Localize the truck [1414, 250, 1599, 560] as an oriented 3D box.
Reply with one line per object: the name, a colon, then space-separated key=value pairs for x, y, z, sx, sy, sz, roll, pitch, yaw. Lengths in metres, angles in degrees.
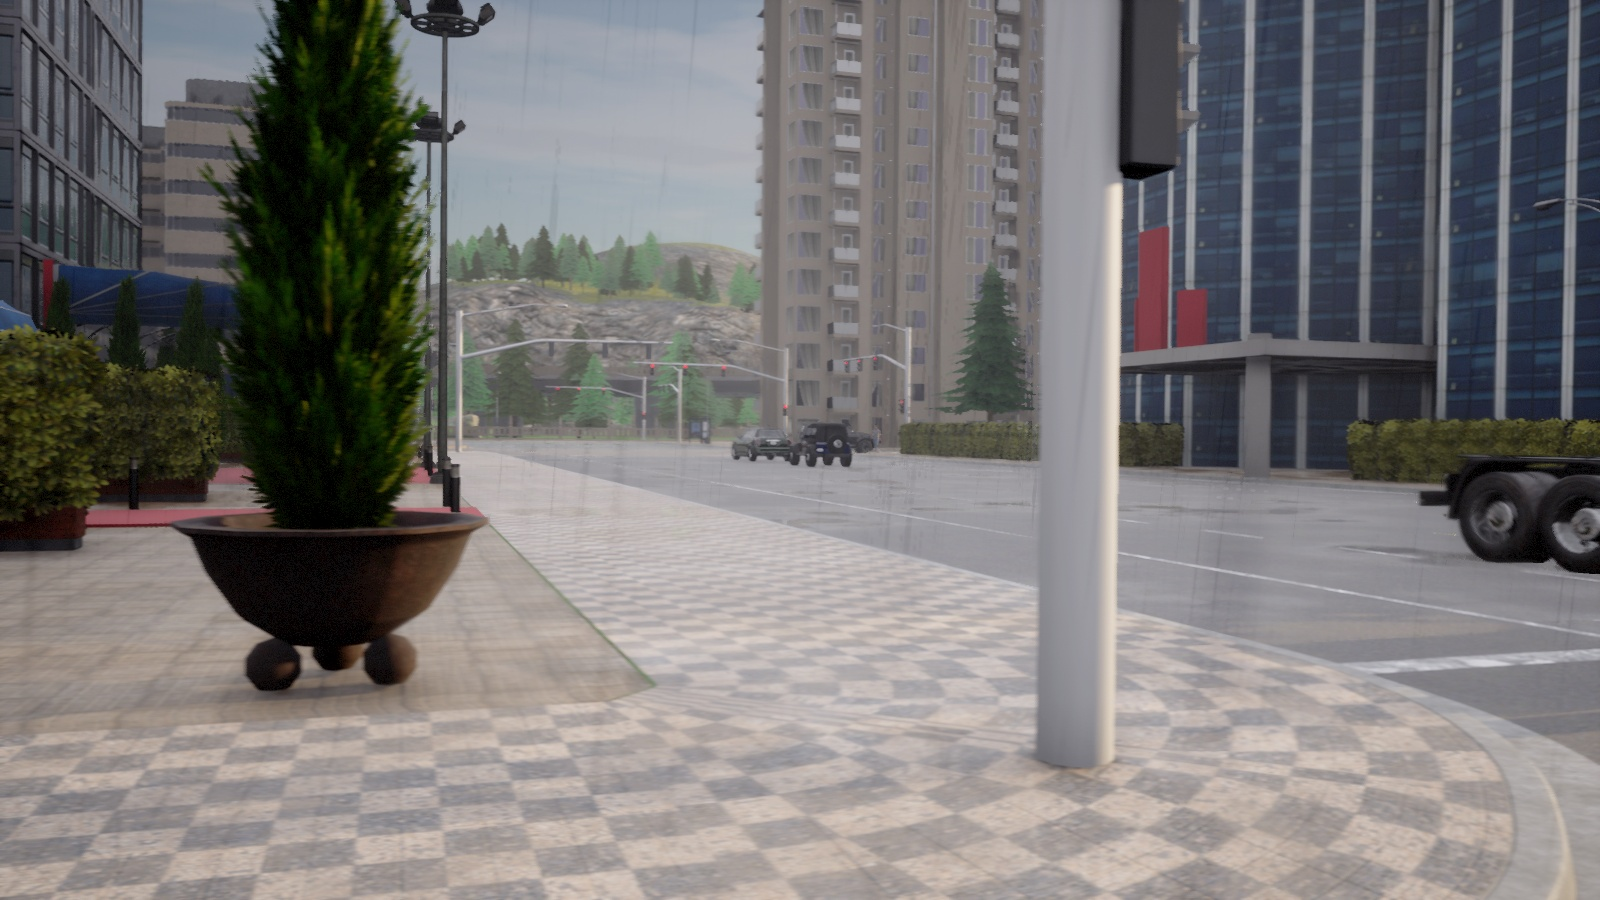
truck: x=10.733 y=-0.510 z=13.265 sx=2.891 sy=3.462 sz=7.936 roll=-1 pitch=1 yaw=-18

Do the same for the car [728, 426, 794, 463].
car: x=-2.022 y=-0.312 z=63.065 sx=2.097 sy=1.767 sz=4.553 roll=-1 pitch=1 yaw=-18

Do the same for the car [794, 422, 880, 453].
car: x=2.519 y=-0.865 z=86.189 sx=5.566 sy=2.045 sz=2.150 roll=-1 pitch=1 yaw=-8

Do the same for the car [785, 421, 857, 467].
car: x=0.864 y=-0.269 z=54.322 sx=1.905 sy=1.878 sz=3.866 roll=-1 pitch=1 yaw=-18
